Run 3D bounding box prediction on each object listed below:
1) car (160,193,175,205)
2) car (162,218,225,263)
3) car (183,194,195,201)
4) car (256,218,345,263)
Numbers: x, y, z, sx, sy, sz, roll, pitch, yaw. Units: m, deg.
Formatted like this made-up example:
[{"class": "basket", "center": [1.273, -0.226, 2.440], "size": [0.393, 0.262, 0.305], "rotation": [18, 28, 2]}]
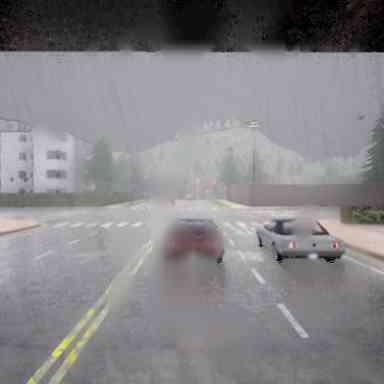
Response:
[{"class": "car", "center": [-4.199, 1.132, 57.649], "size": [2.150, 2.045, 5.566], "rotation": [0, 0, 0]}, {"class": "car", "center": [0.055, 1.585, 11.914], "size": [1.895, 1.301, 4.718], "rotation": [0, 0, 0]}, {"class": "car", "center": [-0.774, 1.271, 76.908], "size": [1.882, 1.535, 5.008], "rotation": [0, 0, -14]}, {"class": "car", "center": [3.556, 1.586, 11.922], "size": [1.895, 1.301, 4.718], "rotation": [0, 0, 0]}]
